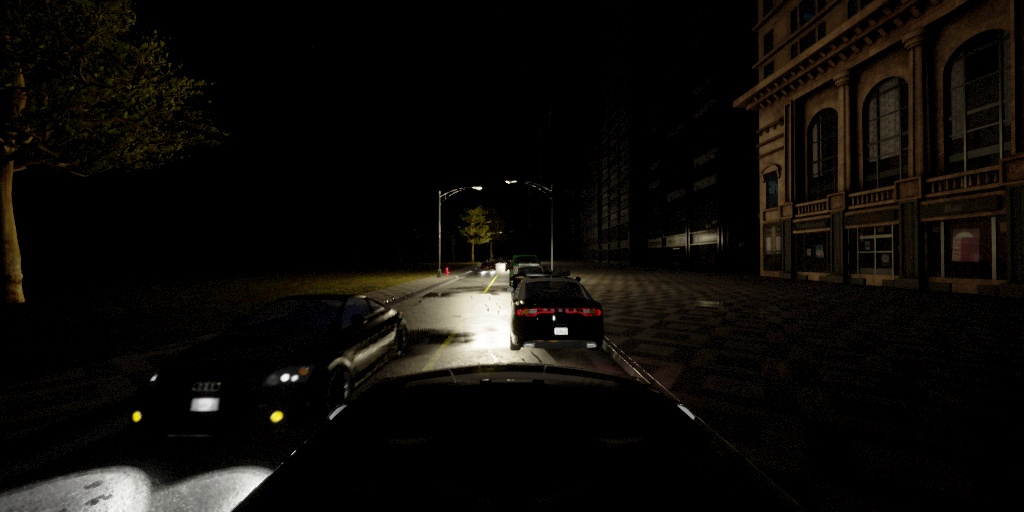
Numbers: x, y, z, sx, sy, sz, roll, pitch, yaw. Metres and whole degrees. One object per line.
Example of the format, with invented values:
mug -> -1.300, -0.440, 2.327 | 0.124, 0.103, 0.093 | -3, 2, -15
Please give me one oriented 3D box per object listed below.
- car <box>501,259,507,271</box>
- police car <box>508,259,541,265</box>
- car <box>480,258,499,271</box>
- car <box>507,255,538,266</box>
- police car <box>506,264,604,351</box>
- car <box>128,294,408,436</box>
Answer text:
car -> 0.022, 1.253, 46.607 | 2.033, 1.411, 5.357 | 0, 0, 1
police car -> 0.900, 1.170, 19.156 | 1.930, 1.638, 5.238 | 0, 0, 0
car -> -3.100, 1.268, 47.231 | 1.994, 1.385, 4.181 | 0, 0, 0
car -> 0.897, 0.963, 25.076 | 2.150, 2.045, 5.566 | 0, 0, 0
police car -> 0.900, 1.175, 9.155 | 1.930, 1.638, 5.238 | 0, 0, 0
car -> -3.099, 1.314, 5.612 | 1.994, 1.385, 4.181 | 0, 0, 0
